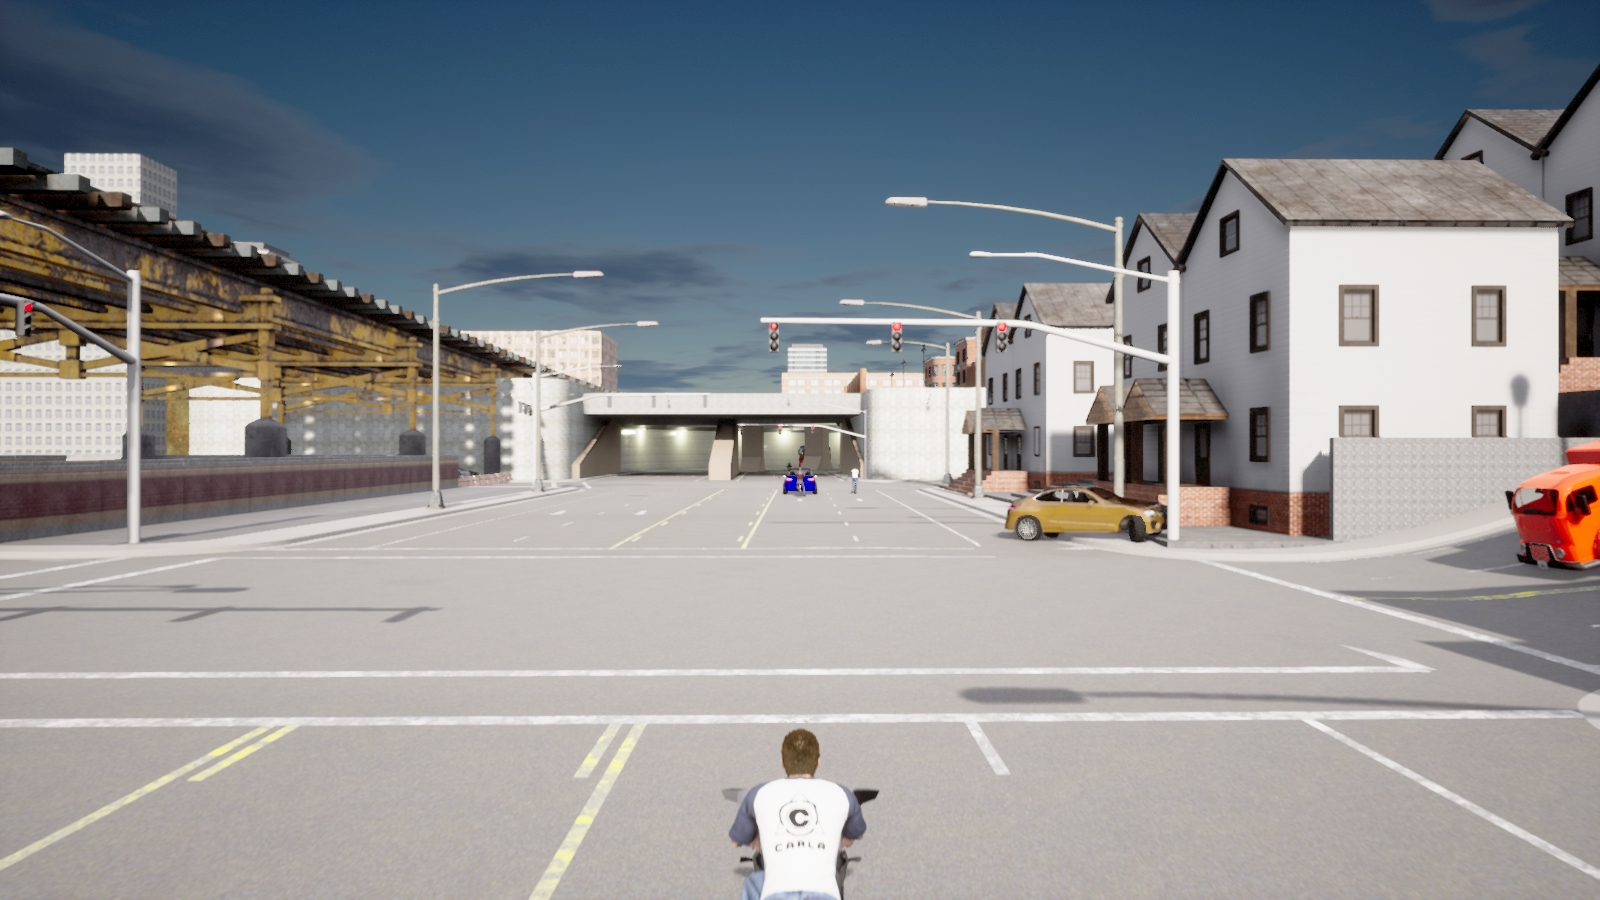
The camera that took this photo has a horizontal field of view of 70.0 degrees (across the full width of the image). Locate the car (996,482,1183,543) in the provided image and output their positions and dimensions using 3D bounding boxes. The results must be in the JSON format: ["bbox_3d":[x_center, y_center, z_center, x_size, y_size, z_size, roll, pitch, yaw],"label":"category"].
[{"bbox_3d":[8.815,1.914,34.959,5.027,1.651,2.152,-3,0,36],"label":"car"}]

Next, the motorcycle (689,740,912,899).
[{"bbox_3d":[0.003,2.174,5.126,0.803,1.224,2.033,0,0,0],"label":"motorcycle"}]

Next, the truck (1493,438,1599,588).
[{"bbox_3d":[18.367,0.889,24.296,5.204,2.467,2.627,-16,0,-1],"label":"truck"}]

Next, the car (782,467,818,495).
[{"bbox_3d":[0.009,1.966,73.143,2.242,1.667,4.611,0,0,0],"label":"car"}]

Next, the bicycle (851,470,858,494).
[{"bbox_3d":[3.508,2.042,73.119,0.373,1.521,1.643,0,0,0],"label":"bicycle"}]
